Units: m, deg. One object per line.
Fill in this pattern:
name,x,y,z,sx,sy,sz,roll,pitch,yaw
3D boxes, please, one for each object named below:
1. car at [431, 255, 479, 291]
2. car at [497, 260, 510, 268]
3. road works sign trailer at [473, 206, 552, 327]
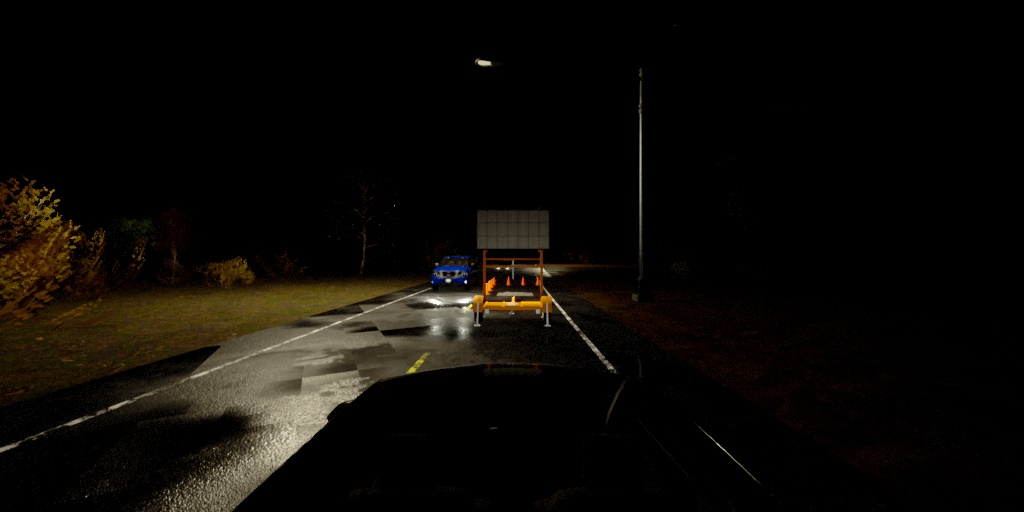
car,-3.354,0.969,22.027,2.150,2.045,5.566,0,0,1
car,-1.403,1.214,62.749,1.882,1.535,5.008,0,0,4
road works sign trailer,0.036,0.214,11.589,2.380,3.560,2.880,0,0,1
